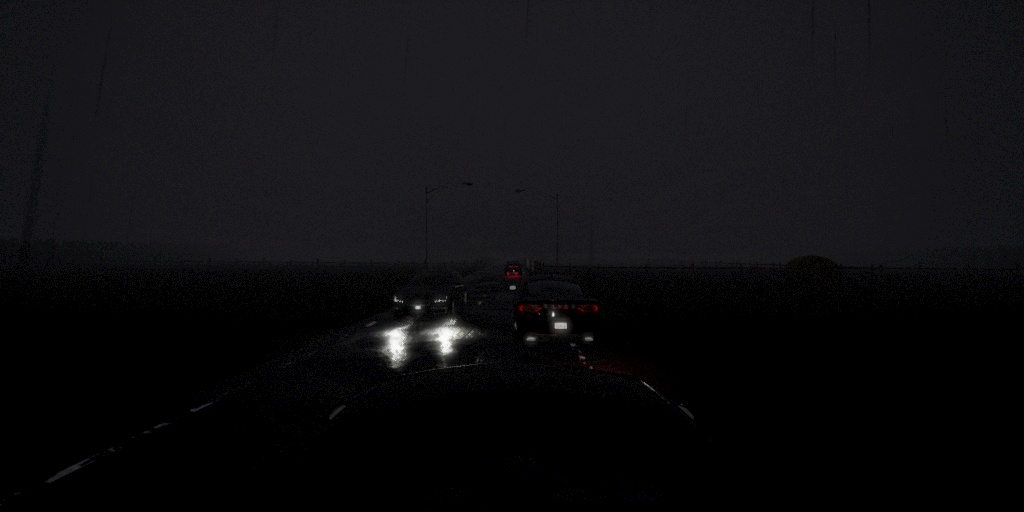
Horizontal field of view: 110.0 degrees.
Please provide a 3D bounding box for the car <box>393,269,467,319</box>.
[{"bbox_3d":[-2.746,1.255,12.888,1.837,1.490,4.892,0,0,0],"label":"car"}]

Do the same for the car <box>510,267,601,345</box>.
[{"bbox_3d":[0.965,1.228,9.566,1.882,1.535,5.008,0,0,0],"label":"car"}]

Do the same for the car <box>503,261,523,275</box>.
[{"bbox_3d":[0.111,1.250,38.733,1.837,1.490,4.892,0,0,-2],"label":"car"}]
